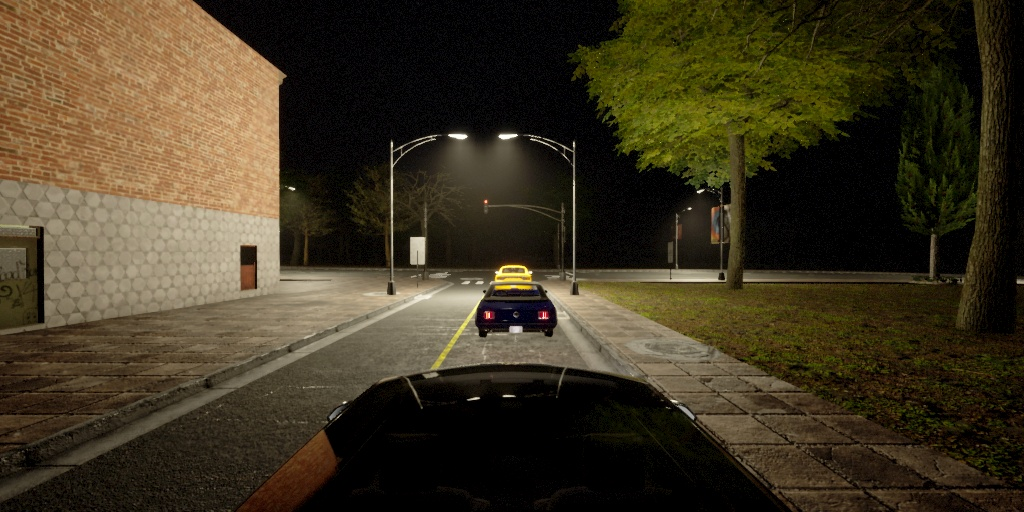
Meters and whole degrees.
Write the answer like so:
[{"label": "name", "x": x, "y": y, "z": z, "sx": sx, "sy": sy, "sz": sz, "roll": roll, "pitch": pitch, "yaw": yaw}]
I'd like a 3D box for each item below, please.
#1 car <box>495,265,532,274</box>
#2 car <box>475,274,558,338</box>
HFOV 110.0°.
[{"label": "car", "x": 0.089, "y": 1.255, "z": 19.574, "sx": 1.882, "sy": 1.535, "sz": 5.008, "roll": 0, "pitch": 0, "yaw": 1}, {"label": "car", "x": 0.093, "y": 1.357, "z": 10.230, "sx": 1.895, "sy": 1.301, "sz": 4.718, "roll": 0, "pitch": 0, "yaw": 0}]
